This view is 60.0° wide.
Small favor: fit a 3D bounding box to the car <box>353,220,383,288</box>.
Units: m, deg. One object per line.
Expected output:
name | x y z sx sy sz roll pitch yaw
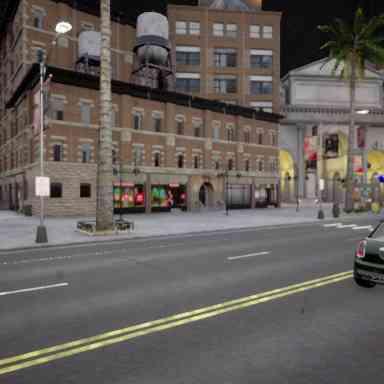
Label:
car | 5.945 1.350 8.020 4.553 1.767 2.097 0 0 -35
